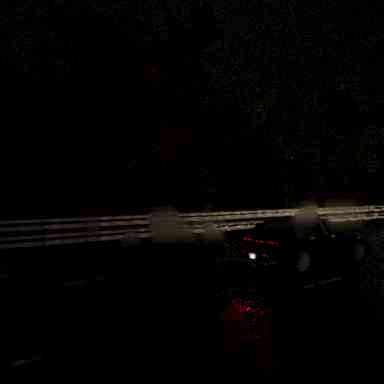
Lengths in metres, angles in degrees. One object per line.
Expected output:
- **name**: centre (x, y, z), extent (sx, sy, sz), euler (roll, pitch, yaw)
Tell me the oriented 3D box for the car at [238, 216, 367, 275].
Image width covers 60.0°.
- **car**: centre (3.653, 1.532, 10.576), extent (4.892, 1.490, 1.837), euler (0, 0, -35)
